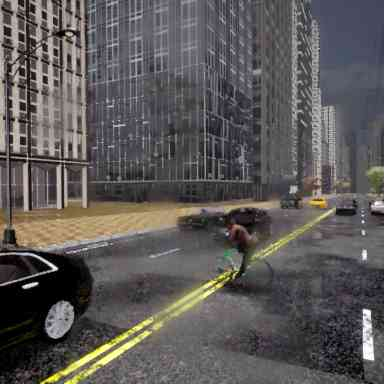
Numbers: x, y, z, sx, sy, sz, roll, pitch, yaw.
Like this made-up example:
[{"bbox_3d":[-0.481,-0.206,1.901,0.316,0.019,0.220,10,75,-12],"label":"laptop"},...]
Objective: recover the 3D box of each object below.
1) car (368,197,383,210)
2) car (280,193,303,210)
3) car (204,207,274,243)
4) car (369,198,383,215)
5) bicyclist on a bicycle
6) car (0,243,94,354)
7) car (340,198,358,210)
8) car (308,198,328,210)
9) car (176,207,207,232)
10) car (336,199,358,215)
[{"bbox_3d":[23.762,1.470,42.658,2.128,1.511,4.902,0,0,28],"label":"car"},{"bbox_3d":[13.121,1.200,43.601,2.150,2.045,5.566,0,0,27],"label":"car"},{"bbox_3d":[2.554,1.498,15.752,1.837,1.490,4.892,0,0,27],"label":"car"},{"bbox_3d":[19.095,1.584,33.523,1.895,1.301,4.718,0,0,28],"label":"car"},{"bbox_3d":[1.103,1.451,7.935,1.656,1.620,0.582,-2,-1,27],"label":"bicyclist on a bicycle"},{"bbox_3d":[-3.392,1.502,4.117,1.837,1.490,4.892,0,0,27],"label":"car"},{"bbox_3d":[20.565,1.542,43.468,1.994,1.385,4.181,0,0,28],"label":"car"},{"bbox_3d":[15.921,1.456,41.938,1.882,1.535,5.008,0,0,27],"label":"car"},{"bbox_3d":[0.911,1.591,19.675,1.895,1.301,4.718,0,0,27],"label":"car"},{"bbox_3d":[15.952,1.529,34.397,2.033,1.411,5.357,0,0,27],"label":"car"}]
